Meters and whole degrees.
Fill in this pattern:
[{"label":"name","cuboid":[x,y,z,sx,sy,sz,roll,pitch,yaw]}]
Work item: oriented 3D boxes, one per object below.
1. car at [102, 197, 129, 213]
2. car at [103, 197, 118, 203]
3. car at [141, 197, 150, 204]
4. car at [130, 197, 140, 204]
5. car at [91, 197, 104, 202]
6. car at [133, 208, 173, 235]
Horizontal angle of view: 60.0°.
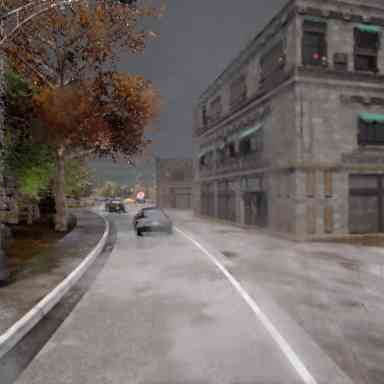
[{"label":"car","cuboid":[-9.056,1.639,39.068,1.812,1.442,4.674,0,0,-22]},{"label":"car","cuboid":[-21.956,2.146,89.388,2.163,1.488,4.792,5,-3,-33]},{"label":"car","cuboid":[-14.989,2.407,94.007,2.435,2.045,5.566,4,-3,-33]},{"label":"car","cuboid":[-17.306,2.485,92.428,2.097,1.535,5.008,4,-3,-33]},{"label":"car","cuboid":[-24.239,1.956,87.806,2.163,1.488,4.792,5,-3,-33]},{"label":"car","cuboid":[-2.338,1.599,19.211,1.994,1.385,4.181,0,0,-13]}]
